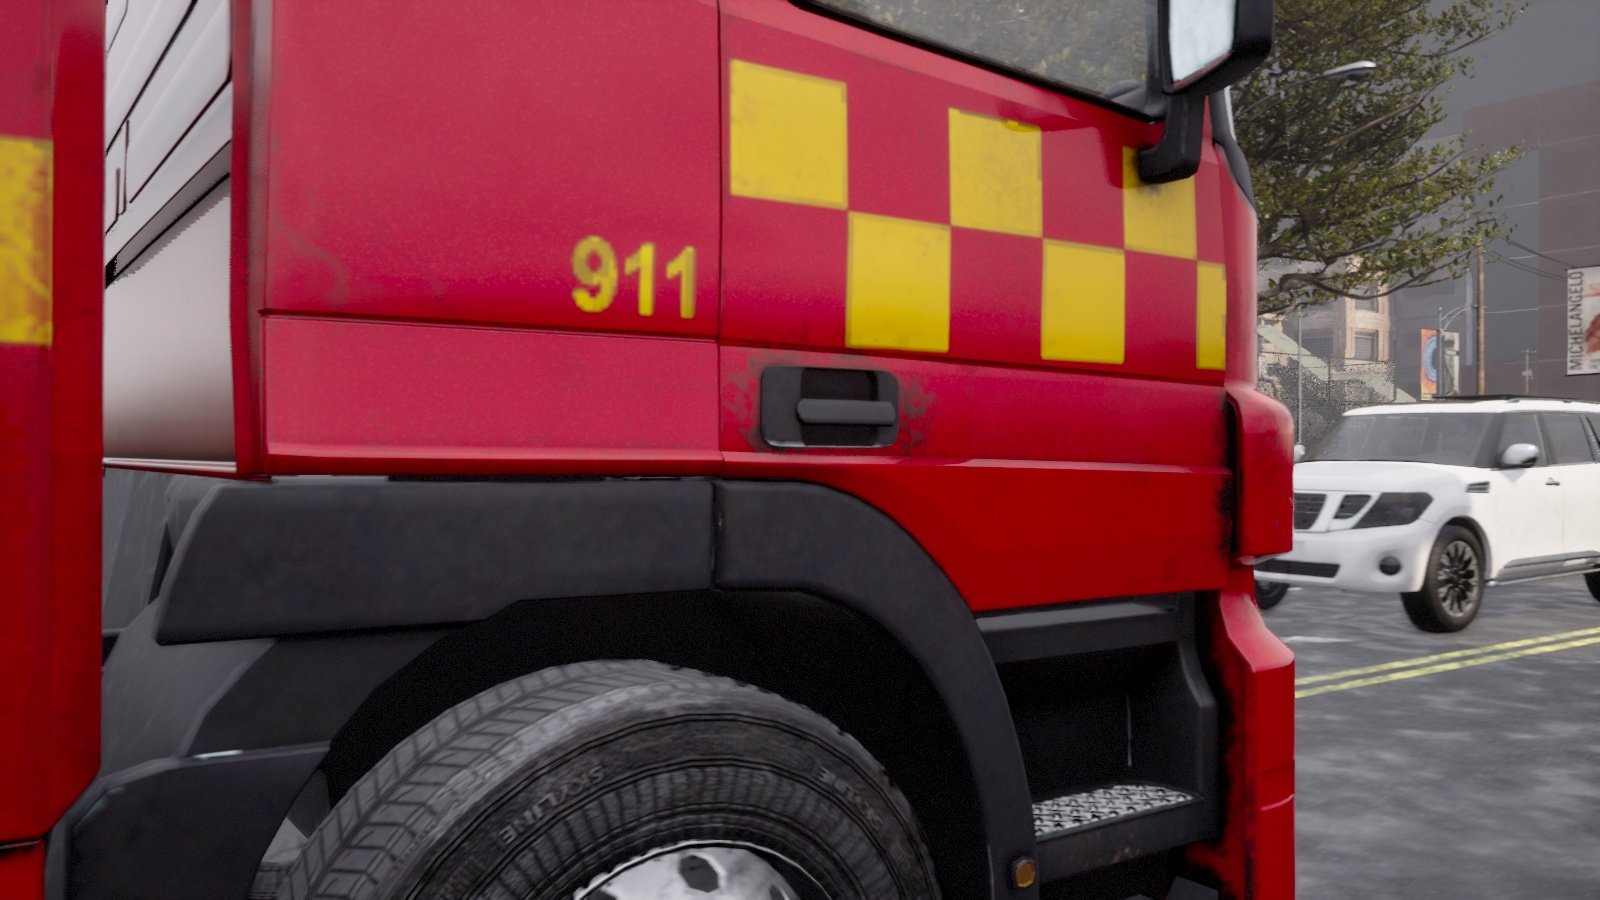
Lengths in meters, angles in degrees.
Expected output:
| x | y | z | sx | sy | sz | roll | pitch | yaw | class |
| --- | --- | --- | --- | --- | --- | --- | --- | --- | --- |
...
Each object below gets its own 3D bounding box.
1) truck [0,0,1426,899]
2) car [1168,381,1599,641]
| x | y | z | sx | sy | sz | roll | pitch | yaw | class |
| --- | --- | --- | --- | --- | --- | --- | --- | --- | --- |
| -2.861 | -0.410 | 1.669 | 8.468 | 3.827 | 2.891 | 0 | 0 | -35 | truck |
| 6.313 | 0.482 | 12.323 | 5.566 | 2.045 | 2.150 | 0 | 0 | -35 | car |
